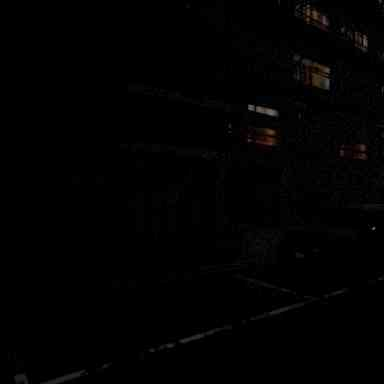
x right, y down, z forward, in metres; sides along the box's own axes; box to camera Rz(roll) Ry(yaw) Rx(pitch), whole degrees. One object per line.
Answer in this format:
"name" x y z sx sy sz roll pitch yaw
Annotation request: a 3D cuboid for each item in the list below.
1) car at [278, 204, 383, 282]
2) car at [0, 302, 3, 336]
"car" 4.806 1.312 9.963 5.009 1.841 2.192 0 1 -35
"car" -4.452 1.551 3.365 4.403 1.369 2.008 0 1 -35
